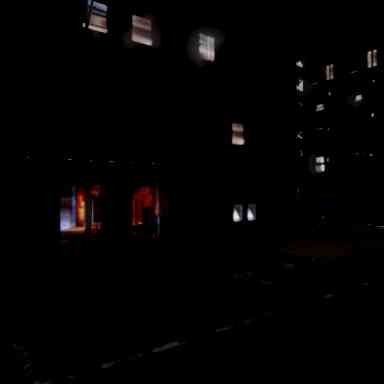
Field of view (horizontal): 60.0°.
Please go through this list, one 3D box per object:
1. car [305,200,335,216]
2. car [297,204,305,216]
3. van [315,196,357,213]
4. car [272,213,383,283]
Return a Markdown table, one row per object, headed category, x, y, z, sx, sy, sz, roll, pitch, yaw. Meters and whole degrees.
| category | x | y | z | sx | sy | sz | roll | pitch | yaw |
| --- | --- | --- | --- | --- | --- | --- | --- | --- | --- |
| car | 8.593 | 1.593 | 26.854 | 1.895 | 1.301 | 4.718 | -1 | 1 | -36 |
| car | 6.156 | 1.441 | 25.636 | 1.967 | 1.590 | 4.097 | 0 | 0 | -36 |
| van | 12.973 | 1.281 | 30.510 | 1.690 | 1.788 | 3.998 | 0 | 0 | -36 |
| car | 4.370 | 1.525 | 9.646 | 4.829 | 1.417 | 1.752 | 0 | 0 | -35 |
